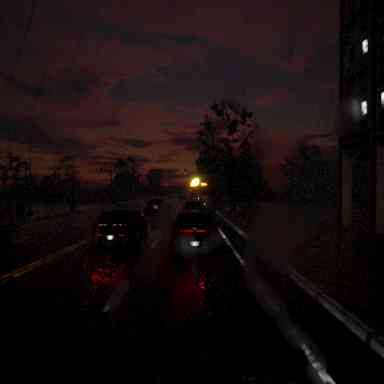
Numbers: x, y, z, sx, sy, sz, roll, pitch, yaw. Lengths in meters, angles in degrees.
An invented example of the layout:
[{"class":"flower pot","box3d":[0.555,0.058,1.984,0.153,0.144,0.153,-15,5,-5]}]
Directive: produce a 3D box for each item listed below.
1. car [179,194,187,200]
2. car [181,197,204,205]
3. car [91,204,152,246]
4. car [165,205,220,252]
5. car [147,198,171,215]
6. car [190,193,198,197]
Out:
[{"class":"car","box3d":[-2.722,1.512,94.995,1.994,1.385,4.181,0,0,1]},{"class":"car","box3d":[0.095,1.520,30.857,1.837,1.490,4.892,0,-1,0]},{"class":"car","box3d":[-3.154,1.514,15.231,1.837,1.490,4.892,0,-1,0]},{"class":"car","box3d":[0.095,1.517,13.847,1.837,1.490,4.892,0,0,0]},{"class":"car","box3d":[-3.157,1.369,31.080,2.097,1.767,4.553,0,0,0]},{"class":"car","box3d":[0.521,1.175,94.587,2.150,2.045,5.566,0,0,1]}]
